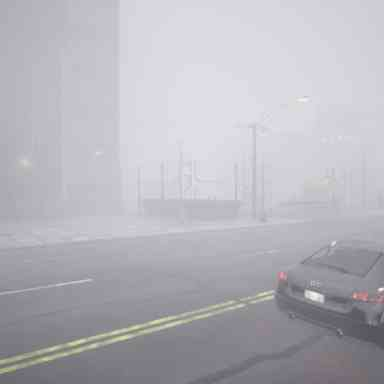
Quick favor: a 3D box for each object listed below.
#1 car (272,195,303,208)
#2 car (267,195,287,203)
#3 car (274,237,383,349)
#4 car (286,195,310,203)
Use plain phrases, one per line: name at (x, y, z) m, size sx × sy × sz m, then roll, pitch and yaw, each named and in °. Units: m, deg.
car at (13.356, 1.222, 44.728) m, size 4.553 × 1.767 × 2.185 m, roll 0°, pitch 0°, yaw -36°
car at (17.359, 1.406, 67.790) m, size 3.806 × 1.475 × 1.970 m, roll 0°, pitch 0°, yaw -36°
car at (3.499, 1.558, 6.243) m, size 4.181 × 1.385 × 1.994 m, roll 0°, pitch 0°, yaw -36°
car at (20.265, 1.373, 63.789) m, size 4.674 × 1.452 × 2.002 m, roll 0°, pitch 0°, yaw -36°
